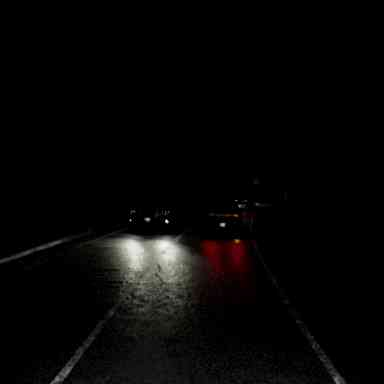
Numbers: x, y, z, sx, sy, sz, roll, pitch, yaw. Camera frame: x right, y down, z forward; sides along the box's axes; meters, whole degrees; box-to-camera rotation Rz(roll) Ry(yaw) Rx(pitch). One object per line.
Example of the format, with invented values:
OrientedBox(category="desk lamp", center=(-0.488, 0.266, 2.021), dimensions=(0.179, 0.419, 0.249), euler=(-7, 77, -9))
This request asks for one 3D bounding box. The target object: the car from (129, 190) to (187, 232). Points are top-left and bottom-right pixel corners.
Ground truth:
OrientedBox(category="car", center=(-1.669, 0.911, 18.475), dimensions=(2.150, 2.045, 5.566), euler=(1, 1, 9))

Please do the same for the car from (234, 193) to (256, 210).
OrientedBox(category="car", center=(5.173, 0.857, 33.163), dimensions=(1.837, 1.490, 4.892), euler=(2, 4, 20))

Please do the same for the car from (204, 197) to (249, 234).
OrientedBox(category="car", center=(1.741, 1.251, 17.509), dimensions=(2.128, 1.511, 4.902), euler=(1, 1, 8))
